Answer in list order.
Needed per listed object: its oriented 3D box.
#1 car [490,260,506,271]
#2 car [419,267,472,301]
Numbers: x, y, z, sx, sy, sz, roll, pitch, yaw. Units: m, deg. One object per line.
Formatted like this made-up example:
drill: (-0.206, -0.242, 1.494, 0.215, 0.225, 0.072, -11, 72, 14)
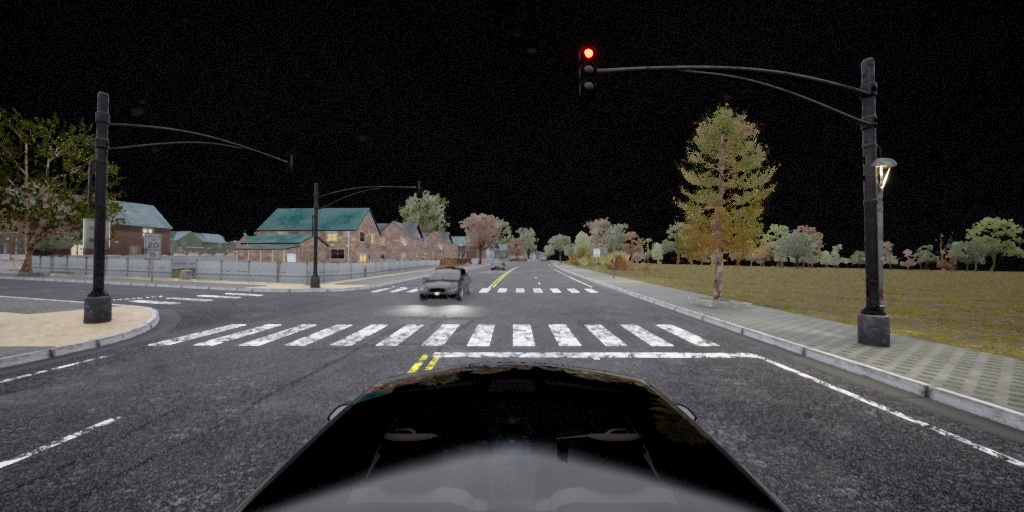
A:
car: (-1.895, 1.339, 49.462, 1.837, 1.490, 4.892, 0, 0, 3)
car: (-3.076, 1.315, 17.340, 1.837, 1.490, 4.892, 0, 0, 1)
